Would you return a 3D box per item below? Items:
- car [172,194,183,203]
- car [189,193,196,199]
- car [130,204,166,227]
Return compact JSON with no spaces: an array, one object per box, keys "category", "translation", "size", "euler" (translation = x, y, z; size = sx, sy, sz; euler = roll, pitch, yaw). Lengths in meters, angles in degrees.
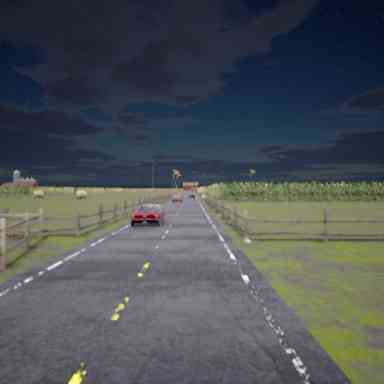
[{"category":"car","translation":[-2.769,1.213,62.593],"size":[1.882,1.535,5.008],"euler":[0,0,1]},{"category":"car","translation":[0.016,1.082,88.848],"size":[1.837,1.490,4.892],"euler":[0,0,0]},{"category":"car","translation":[-2.846,1.518,22.181],"size":[1.895,1.301,4.718],"euler":[0,0,0]}]
